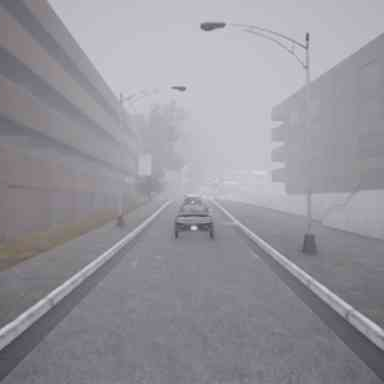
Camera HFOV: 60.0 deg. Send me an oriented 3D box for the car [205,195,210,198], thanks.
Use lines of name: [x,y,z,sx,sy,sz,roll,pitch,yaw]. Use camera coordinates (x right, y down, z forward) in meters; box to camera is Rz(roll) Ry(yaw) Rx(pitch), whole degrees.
car: [1.939,1.532,94.446,2.435,2.045,5.566,1,-2,-30]

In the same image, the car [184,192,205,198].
car: [0.086,0.774,35.004,1.812,1.442,4.674,0,2,0]

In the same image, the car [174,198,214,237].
car: [0.093,1.303,16.872,2.128,1.511,4.902,0,1,0]

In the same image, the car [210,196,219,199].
car: [4.818,1.823,95.037,2.185,1.767,4.553,4,-3,-31]
